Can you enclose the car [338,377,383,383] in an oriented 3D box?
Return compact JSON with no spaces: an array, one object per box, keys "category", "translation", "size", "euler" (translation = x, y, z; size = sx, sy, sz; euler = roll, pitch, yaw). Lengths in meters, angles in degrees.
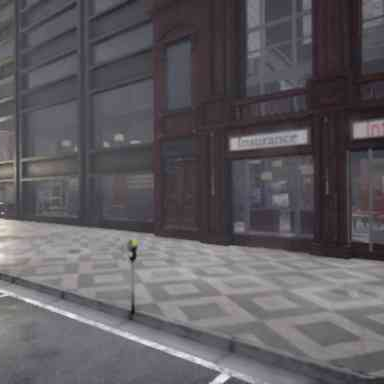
[{"category":"car","translation":[2.510,1.551,1.066],"size":[4.403,1.369,2.008],"euler":[0,-1,36]}]
